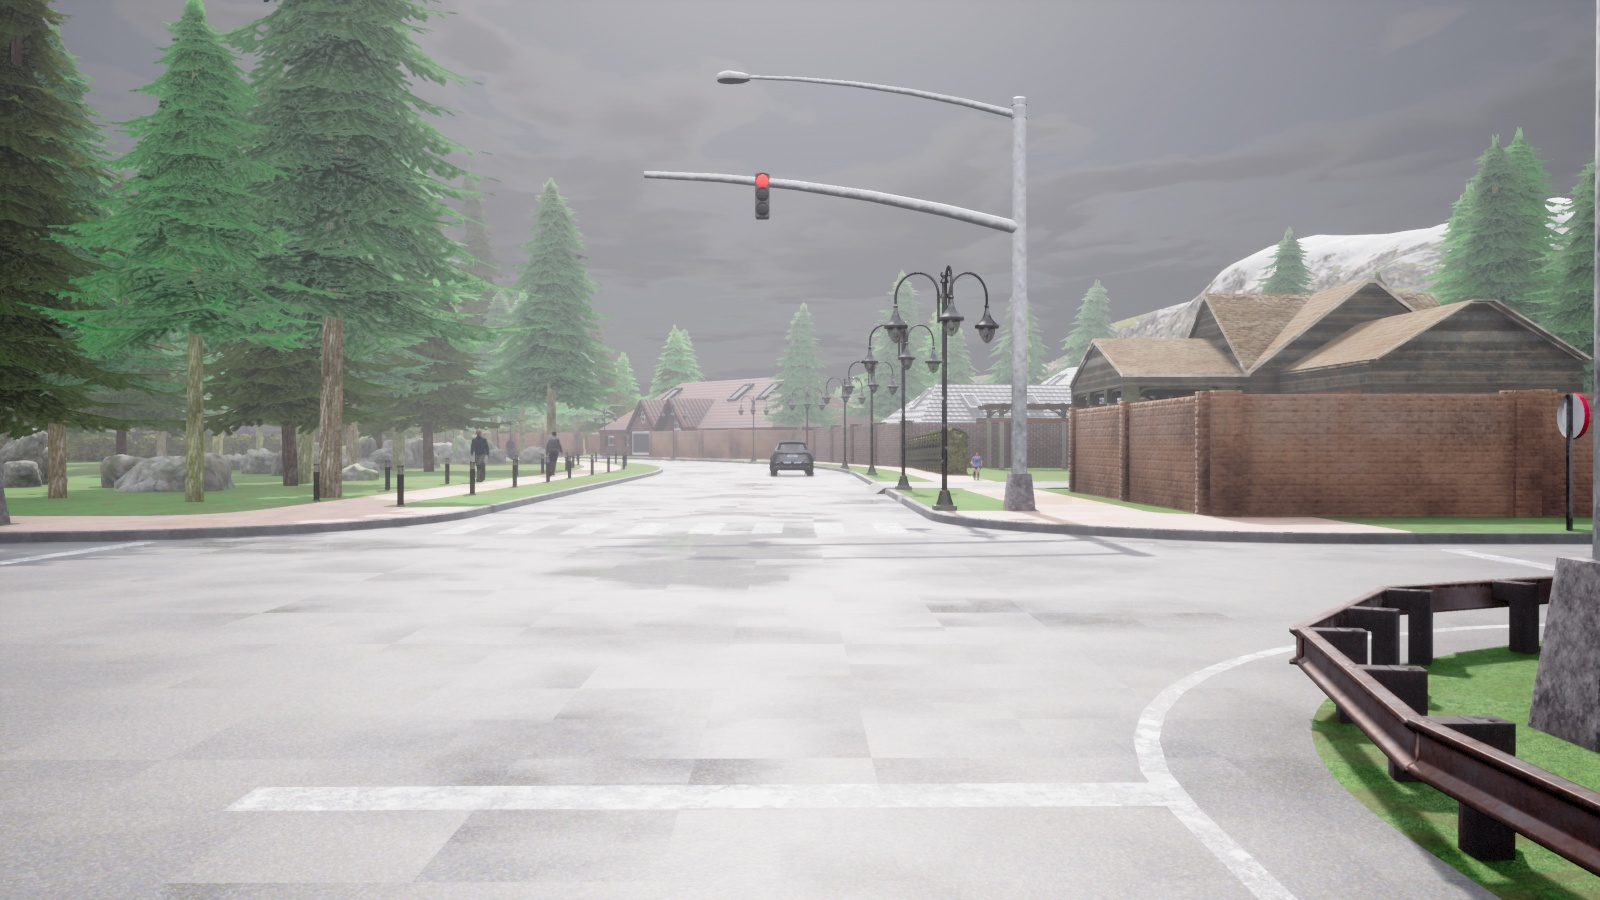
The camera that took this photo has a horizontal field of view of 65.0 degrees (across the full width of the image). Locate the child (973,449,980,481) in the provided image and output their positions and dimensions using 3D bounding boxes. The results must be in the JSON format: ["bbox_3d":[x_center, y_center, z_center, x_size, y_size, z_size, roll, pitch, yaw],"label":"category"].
[{"bbox_3d":[6.155,0.520,43.802,0.255,1.110,0.394,0,0,7],"label":"child"}]

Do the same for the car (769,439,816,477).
[{"bbox_3d":[-0.394,0.323,57.329,2.033,1.649,4.856,0,0,-1],"label":"car"}]

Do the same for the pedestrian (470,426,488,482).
[{"bbox_3d":[-10.568,0.130,41.299,0.402,1.842,0.726,0,0,0],"label":"pedestrian"}]

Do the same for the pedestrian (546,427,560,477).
[{"bbox_3d":[-9.714,0.085,49.452,0.423,1.949,0.788,0,0,-1],"label":"pedestrian"}]
